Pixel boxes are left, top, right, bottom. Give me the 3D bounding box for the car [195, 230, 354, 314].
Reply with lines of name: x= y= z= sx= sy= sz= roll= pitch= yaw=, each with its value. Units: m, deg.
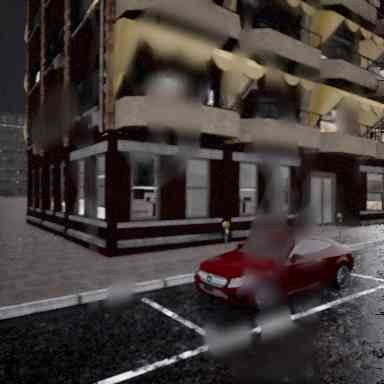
car: x=2.023 y=1.564 z=7.520 sx=4.206 sy=1.307 sz=1.802 roll=0 pitch=1 yaw=-35
